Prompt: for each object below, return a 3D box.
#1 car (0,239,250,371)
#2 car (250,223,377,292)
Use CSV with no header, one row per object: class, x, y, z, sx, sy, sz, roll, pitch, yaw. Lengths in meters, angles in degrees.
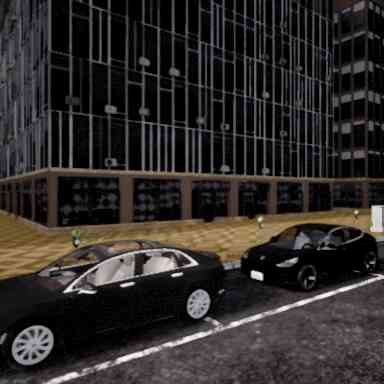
car,-1.367,1.542,5.580,4.403,1.369,2.008,0,0,-36
car,3.267,1.531,8.886,4.313,1.339,1.947,0,0,-36
